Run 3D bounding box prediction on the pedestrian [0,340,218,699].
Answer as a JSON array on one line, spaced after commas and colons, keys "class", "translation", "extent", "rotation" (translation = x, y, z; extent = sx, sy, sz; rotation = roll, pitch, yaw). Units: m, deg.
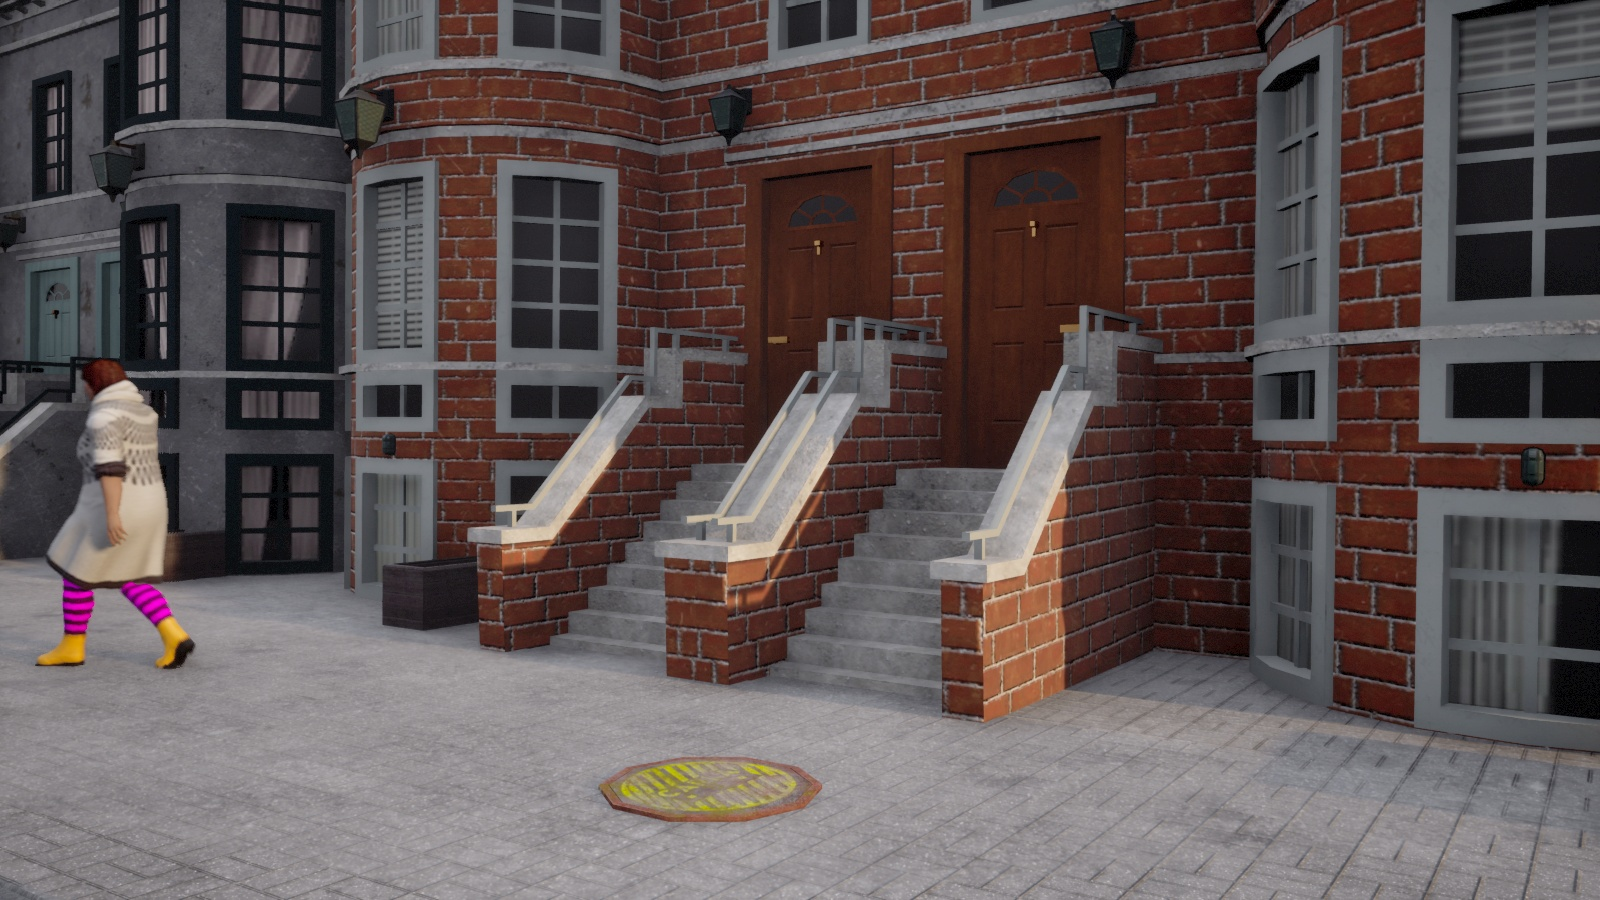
[{"class": "pedestrian", "translation": [-3.949, 0.379, 7.190], "extent": [0.873, 1.952, 0.659], "rotation": [0, 1, 7]}]
